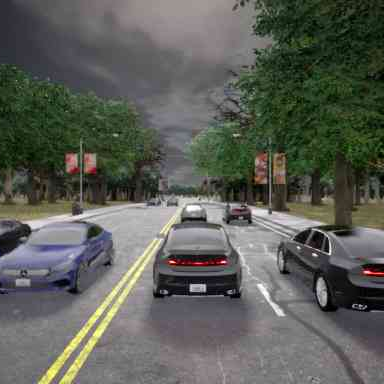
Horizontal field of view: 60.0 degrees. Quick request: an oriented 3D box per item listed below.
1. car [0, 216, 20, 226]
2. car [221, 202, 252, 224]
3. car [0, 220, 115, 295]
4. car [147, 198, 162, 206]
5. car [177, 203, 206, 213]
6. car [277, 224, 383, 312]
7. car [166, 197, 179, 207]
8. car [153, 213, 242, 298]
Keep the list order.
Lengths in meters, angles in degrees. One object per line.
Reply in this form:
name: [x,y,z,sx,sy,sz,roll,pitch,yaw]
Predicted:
car: [-6.587,1.504,9.919,2.128,1.511,4.902,0,0,0]
car: [3.384,1.554,25.438,1.837,1.490,4.892,0,0,0]
car: [-3.339,1.536,8.902,1.812,1.442,4.674,0,0,0]
car: [-6.283,1.705,55.757,1.994,1.385,4.181,0,0,3]
car: [0.133,1.614,25.878,1.994,1.385,4.181,0,0,0]
car: [3.360,1.513,7.703,1.837,1.490,4.892,0,0,0]
car: [-3.182,1.650,55.599,1.837,1.490,4.892,0,-1,0]
car: [0.111,1.514,8.503,1.837,1.490,4.892,0,0,0]
